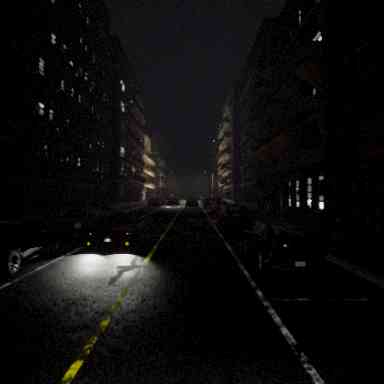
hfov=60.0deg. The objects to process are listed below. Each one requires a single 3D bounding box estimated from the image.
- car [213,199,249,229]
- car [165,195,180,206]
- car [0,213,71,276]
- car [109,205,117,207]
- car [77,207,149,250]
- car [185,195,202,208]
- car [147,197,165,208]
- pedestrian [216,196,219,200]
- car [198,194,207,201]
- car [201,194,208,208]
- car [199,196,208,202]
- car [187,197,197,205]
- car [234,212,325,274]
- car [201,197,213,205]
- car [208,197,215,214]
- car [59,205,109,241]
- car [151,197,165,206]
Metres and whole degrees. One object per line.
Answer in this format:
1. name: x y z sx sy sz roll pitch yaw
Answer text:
1. car: 2.704 1.461 21.778 1.967 1.590 4.097 1 0 0
2. car: -3.066 1.621 54.436 1.994 1.385 4.181 0 0 0
3. car: -5.679 1.576 10.495 1.947 1.339 4.313 1 0 0
4. car: -5.678 1.572 21.818 2.008 1.369 4.403 1 0 0
5. car: -3.101 1.576 14.195 1.994 1.385 4.181 0 0 0
6. car: 0.005 1.616 49.194 1.994 1.385 4.181 0 0 0
7. car: -5.678 1.598 50.128 1.887 1.381 4.507 1 0 0
8. pedestrian: 3.000 1.334 38.526 0.375 1.860 0.375 1 -1 -3
9. car: 2.706 1.422 89.718 2.192 1.841 5.009 1 0 0
10. car: 2.704 1.493 50.087 1.967 1.590 4.097 1 0 0
11. car: 2.702 1.671 78.395 1.802 1.307 4.206 1 0 0
12. car: 0.001 1.670 63.699 1.895 1.301 4.718 0 0 0
13. car: 2.702 1.561 10.455 2.008 1.369 4.403 1 0 0
14. car: 2.702 1.617 61.410 2.008 1.369 4.403 1 0 0
15. car: 3.000 1.492 35.519 1.801 1.575 5.366 0 0 0
16. car: -5.676 1.456 16.157 1.967 1.590 4.097 1 0 0
17. car: -5.677 1.585 55.619 1.752 1.417 4.829 1 0 0
